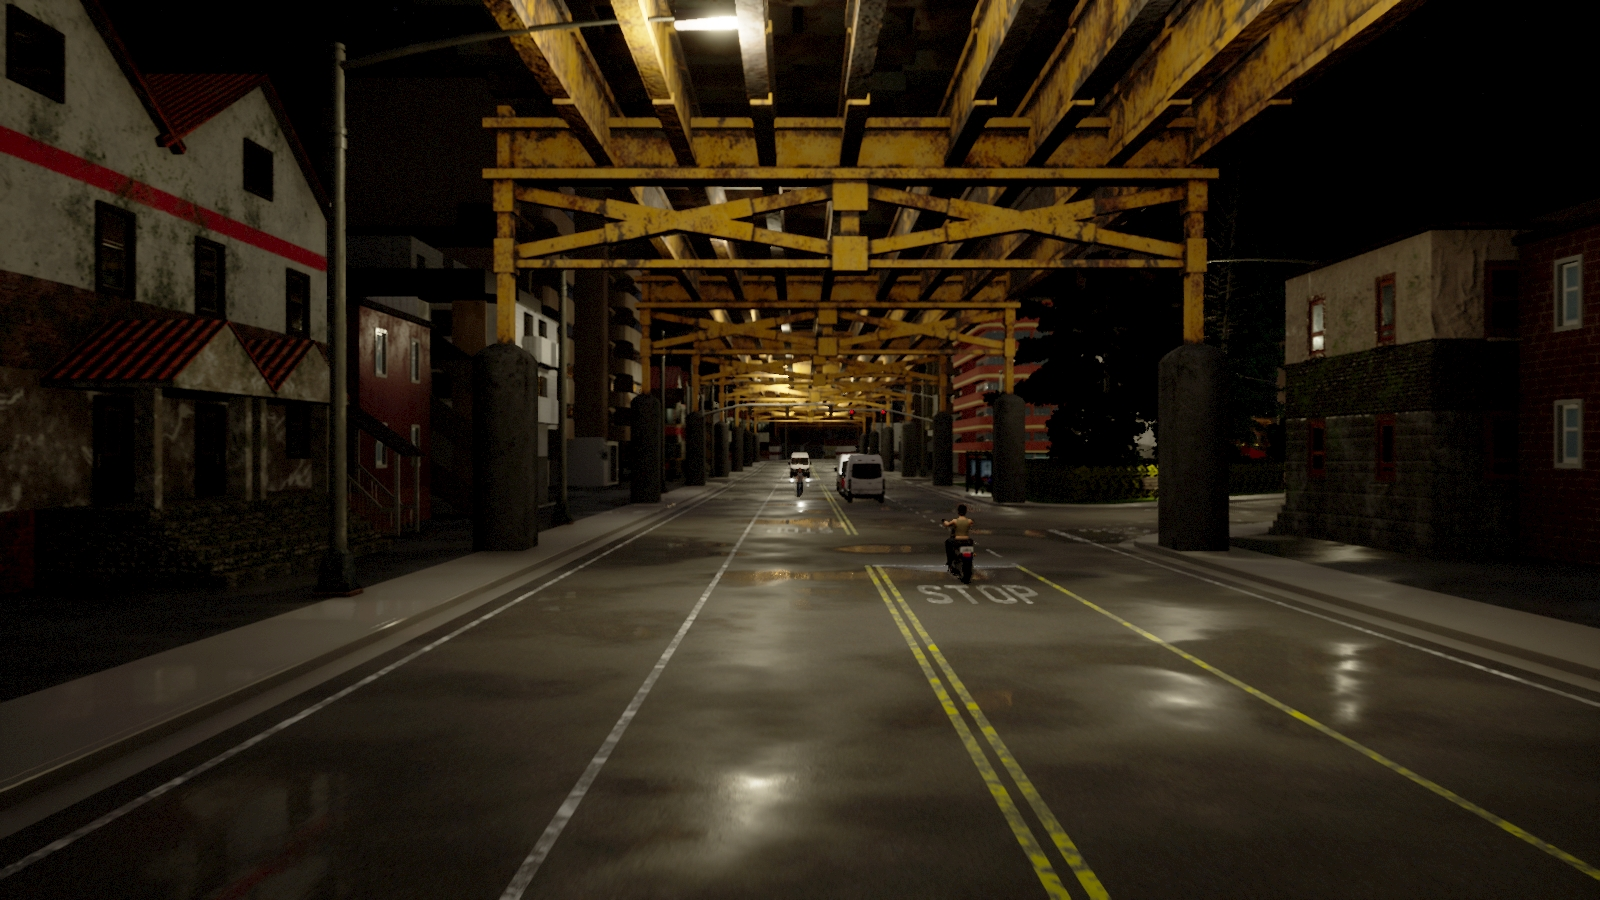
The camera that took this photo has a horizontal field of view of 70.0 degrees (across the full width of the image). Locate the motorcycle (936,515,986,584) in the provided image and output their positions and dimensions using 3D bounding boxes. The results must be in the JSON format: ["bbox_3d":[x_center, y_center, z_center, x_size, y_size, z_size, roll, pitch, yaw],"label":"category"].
[{"bbox_3d":[3.490,2.145,25.014,0.764,1.332,2.356,0,0,0],"label":"motorcycle"}]
